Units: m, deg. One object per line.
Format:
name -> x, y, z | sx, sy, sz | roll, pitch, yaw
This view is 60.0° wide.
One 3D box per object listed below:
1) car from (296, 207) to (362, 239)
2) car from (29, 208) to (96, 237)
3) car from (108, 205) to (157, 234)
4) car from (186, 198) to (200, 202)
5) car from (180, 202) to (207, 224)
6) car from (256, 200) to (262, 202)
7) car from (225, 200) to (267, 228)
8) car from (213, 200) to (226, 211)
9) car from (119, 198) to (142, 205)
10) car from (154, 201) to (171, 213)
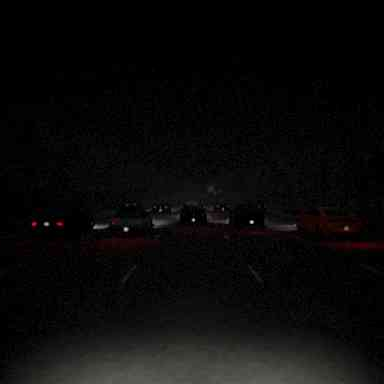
car -> 7.101, 1.515, 17.768 | 1.882, 1.535, 5.008 | 0, 0, 0
car -> -6.900, 1.585, 18.275 | 2.033, 1.411, 5.357 | 0, 0, 0
car -> -3.401, 1.641, 19.362 | 1.895, 1.301, 4.718 | 0, 0, 0
car -> 0.099, 1.621, 46.276 | 1.812, 1.442, 4.674 | 0, 0, 0
car -> 0.099, 1.653, 25.241 | 1.895, 1.301, 4.718 | 0, 0, 0
car -> 7.099, 1.625, 37.554 | 2.033, 1.411, 5.357 | 0, 0, 0
car -> 3.599, 1.553, 22.444 | 1.837, 1.490, 4.892 | 0, 0, 0
car -> 3.599, 1.685, 40.749 | 1.895, 1.301, 4.718 | 0, 0, 0
car -> -6.904, 1.429, 37.754 | 2.097, 1.767, 4.553 | 0, 0, 0
car -> -3.401, 1.680, 38.323 | 1.895, 1.301, 4.718 | 0, 0, 0
